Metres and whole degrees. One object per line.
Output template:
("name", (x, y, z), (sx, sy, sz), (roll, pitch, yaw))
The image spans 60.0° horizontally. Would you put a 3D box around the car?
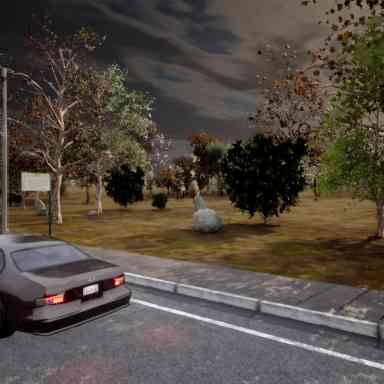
("car", (-3.596, 1.547, 6.571), (5.357, 1.411, 2.033), (0, 0, 36))
